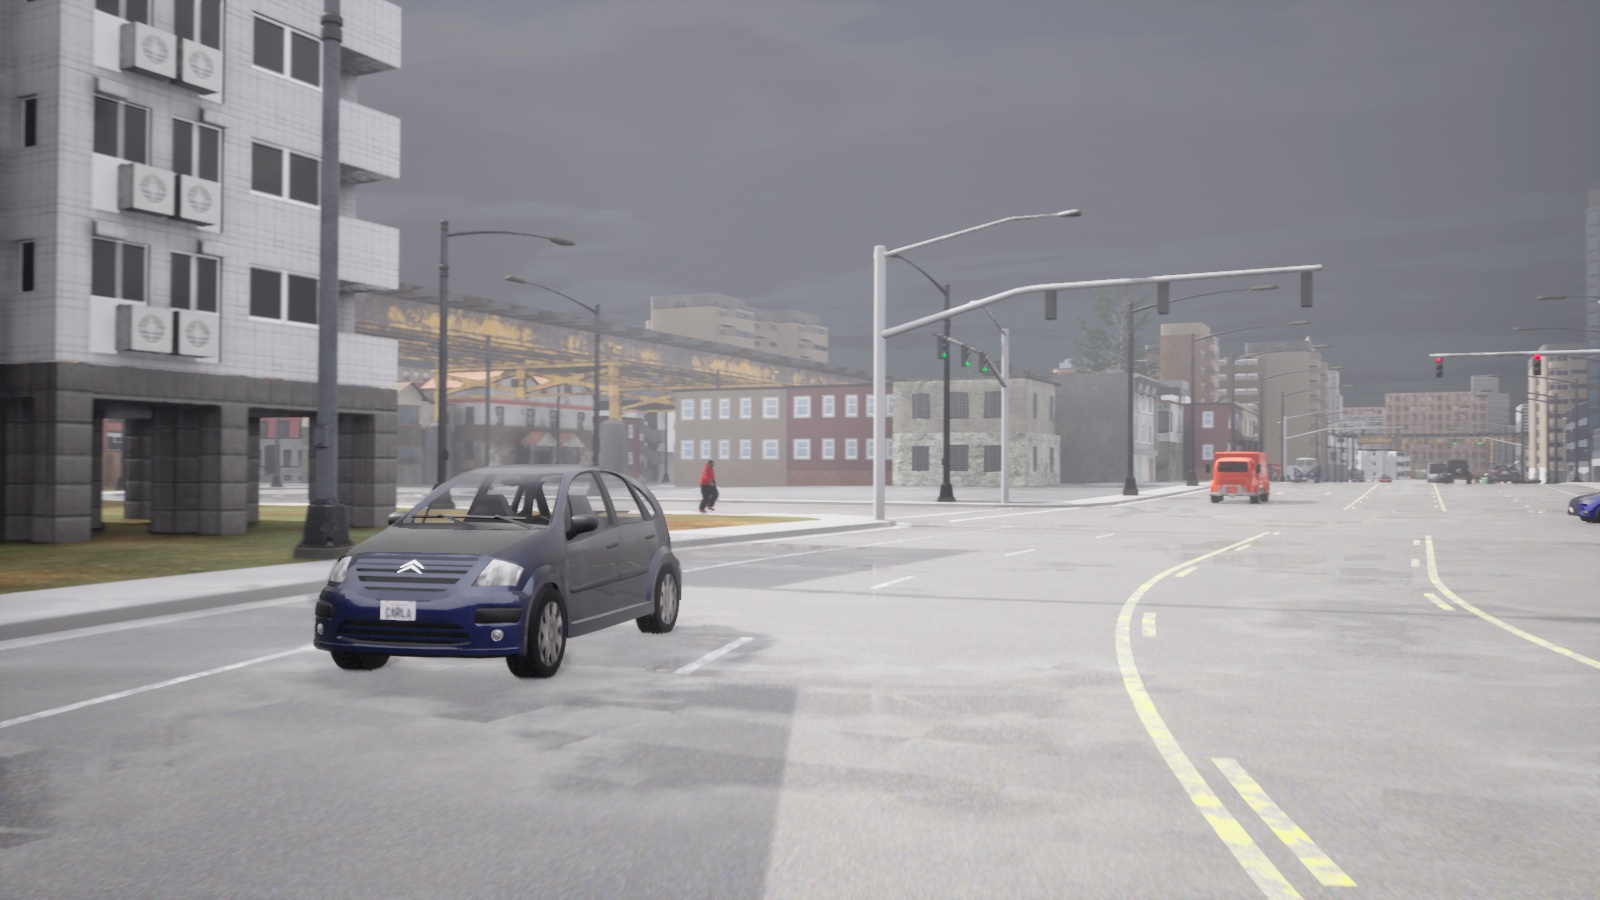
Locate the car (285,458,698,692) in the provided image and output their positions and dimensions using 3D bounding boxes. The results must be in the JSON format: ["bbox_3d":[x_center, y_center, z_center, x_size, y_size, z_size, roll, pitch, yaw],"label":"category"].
[{"bbox_3d":[-2.383,0.902,10.851,1.851,1.617,3.988,0,-1,13],"label":"car"}]

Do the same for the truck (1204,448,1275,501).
[{"bbox_3d":[21.627,1.159,61.645,2.627,2.467,5.204,-1,0,26],"label":"truck"}]

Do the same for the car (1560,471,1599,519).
[{"bbox_3d":[26.159,1.370,38.829,4.193,1.474,1.816,0,-1,15],"label":"car"}]

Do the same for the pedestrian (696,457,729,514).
[{"bbox_3d":[-2.907,1.176,41.672,0.899,1.844,0.634,-1,-1,24],"label":"pedestrian"}]
